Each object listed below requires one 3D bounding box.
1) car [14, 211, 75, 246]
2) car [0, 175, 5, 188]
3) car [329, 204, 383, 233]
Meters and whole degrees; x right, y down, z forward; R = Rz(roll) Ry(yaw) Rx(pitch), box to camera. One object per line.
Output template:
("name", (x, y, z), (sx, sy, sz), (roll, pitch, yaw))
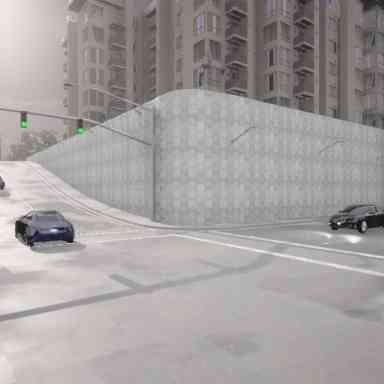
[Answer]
("car", (-6.988, 1.554, 15.603), (1.994, 1.385, 4.181), (0, 1, -36))
("car", (-21.178, -1.256, 35.349), (1.895, 1.301, 4.718), (0, 12, -36))
("car", (10.101, 1.505, 19.801), (4.892, 1.490, 1.837), (0, 0, -36))
